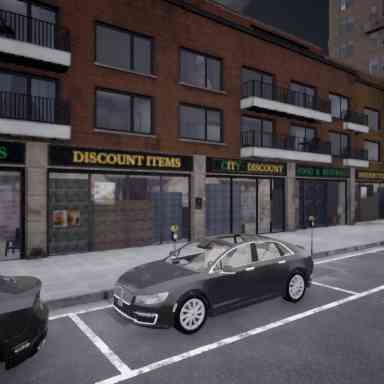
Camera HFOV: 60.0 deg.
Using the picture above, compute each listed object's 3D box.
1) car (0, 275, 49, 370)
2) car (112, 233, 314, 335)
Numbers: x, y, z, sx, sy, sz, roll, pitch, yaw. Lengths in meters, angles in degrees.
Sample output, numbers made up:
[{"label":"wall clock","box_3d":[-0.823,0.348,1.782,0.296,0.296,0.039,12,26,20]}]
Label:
[{"label":"car","box_3d":[-3.873,1.551,3.427,4.403,1.369,2.008,0,0,-35]},{"label":"car","box_3d":[0.623,1.550,6.628,4.403,1.369,2.008,0,0,-35]}]
